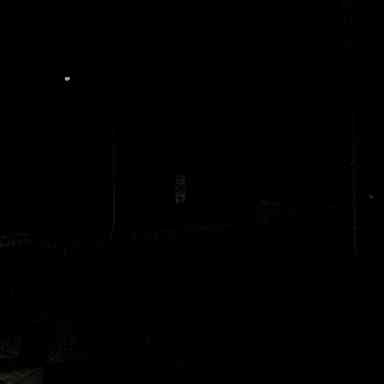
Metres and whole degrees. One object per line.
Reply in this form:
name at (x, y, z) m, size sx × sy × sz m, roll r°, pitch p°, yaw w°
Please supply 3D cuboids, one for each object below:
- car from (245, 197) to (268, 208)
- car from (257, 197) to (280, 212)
car at (9.991, 1.577, 51.295) m, size 1.812 × 1.442 × 4.674 m, roll -1°, pitch 0°, yaw 35°
car at (8.307, 1.499, 37.686) m, size 1.812 × 1.442 × 4.674 m, roll -1°, pitch 0°, yaw 35°
